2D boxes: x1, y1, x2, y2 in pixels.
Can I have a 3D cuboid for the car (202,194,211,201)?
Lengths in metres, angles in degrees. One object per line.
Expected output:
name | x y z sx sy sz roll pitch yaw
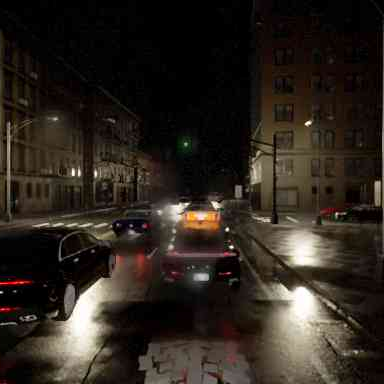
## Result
car | 3.768 1.381 84.290 1.837 1.490 4.892 0 0 8

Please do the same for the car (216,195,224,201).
car | 6.988 1.404 83.854 1.812 1.442 4.674 0 0 8

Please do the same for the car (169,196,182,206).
car | -3.332 1.510 55.597 1.837 1.490 4.892 0 0 7

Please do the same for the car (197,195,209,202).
car | 2.480 1.510 74.772 2.033 1.411 5.357 0 0 8

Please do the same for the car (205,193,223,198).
car | 4.282 1.210 63.788 2.150 2.045 5.566 0 0 8

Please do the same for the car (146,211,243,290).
car | 0.233 1.501 9.118 2.128 1.511 4.902 0 0 1

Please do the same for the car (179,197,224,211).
car | 0.570 1.370 19.620 2.097 1.767 4.553 0 0 2

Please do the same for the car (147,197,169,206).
car | -4.581 1.544 43.415 1.812 1.442 4.674 0 0 5

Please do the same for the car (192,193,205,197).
car | 1.135 1.209 64.803 2.150 2.045 5.566 0 0 8

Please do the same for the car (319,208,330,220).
car | 13.812 1.730 29.723 4.674 1.442 1.812 0 0 7

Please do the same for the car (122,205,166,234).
car | -2.758 1.619 17.907 1.895 1.301 4.718 0 0 2

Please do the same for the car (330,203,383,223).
car | 14.025 1.697 26.411 4.902 1.511 2.128 0 0 7

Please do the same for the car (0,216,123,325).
car | -3.044 1.513 7.248 1.837 1.490 4.892 0 0 1
